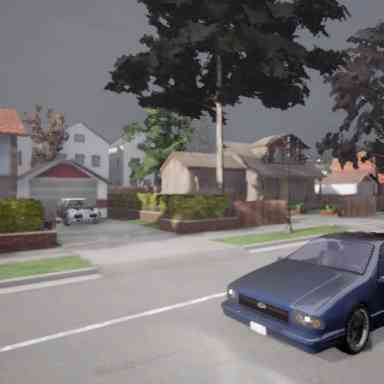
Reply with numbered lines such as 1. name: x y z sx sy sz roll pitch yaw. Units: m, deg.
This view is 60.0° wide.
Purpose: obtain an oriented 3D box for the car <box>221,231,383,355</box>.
1. car: 3.088 1.488 6.197 5.357 1.411 2.033 -1 0 -36

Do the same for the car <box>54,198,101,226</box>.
1. car: -6.853 1.119 19.734 1.970 1.475 3.806 -1 0 -35
